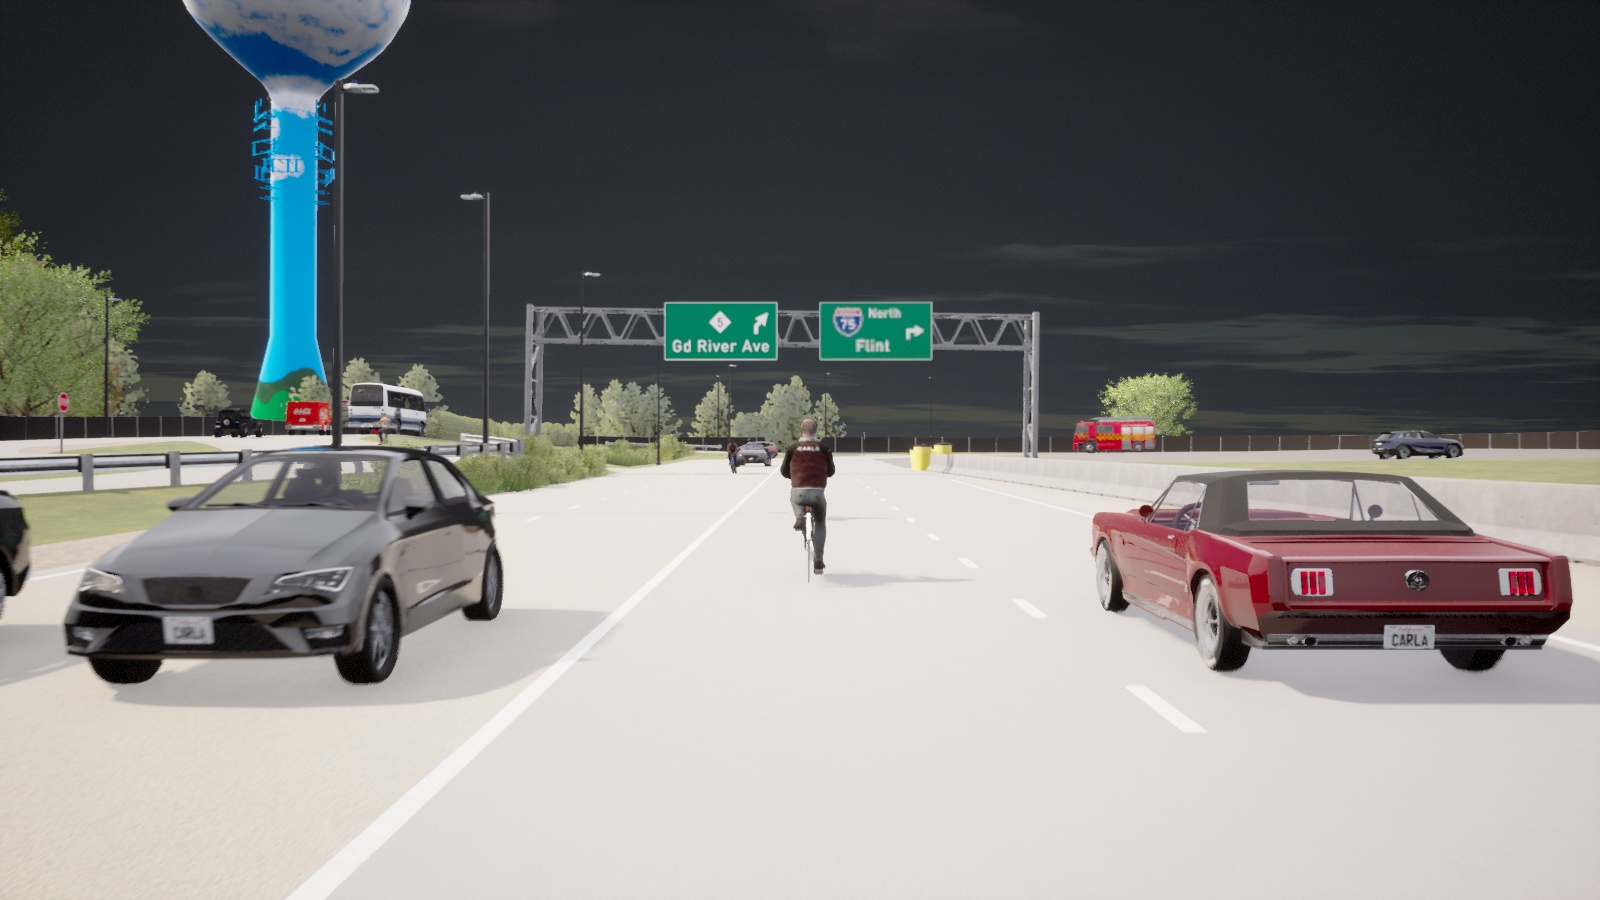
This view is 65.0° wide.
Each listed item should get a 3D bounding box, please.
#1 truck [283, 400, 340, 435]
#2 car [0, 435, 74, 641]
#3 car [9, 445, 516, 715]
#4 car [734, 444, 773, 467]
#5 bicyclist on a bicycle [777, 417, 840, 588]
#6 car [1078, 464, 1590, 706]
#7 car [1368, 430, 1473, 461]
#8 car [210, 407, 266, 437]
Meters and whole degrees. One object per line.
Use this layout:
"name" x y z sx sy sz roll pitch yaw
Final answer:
"truck" -35.909 -2.337 92.444 2.627 2.467 5.204 0 0 -7
"car" -6.941 0.652 7.689 2.128 1.511 4.902 0 0 0
"car" -3.433 0.706 9.005 1.816 1.474 4.193 0 0 0
"car" -2.816 0.321 76.254 1.994 1.385 4.181 0 0 3
"bicyclist on a bicycle" 0.096 0.539 14.003 0.659 1.776 1.843 0 1 0
"car" 3.570 0.797 9.530 1.895 1.301 4.718 0 0 0
"car" 34.085 -0.249 69.090 4.856 1.649 2.033 -1 0 -7
"car" -35.821 -1.784 80.132 1.905 1.878 3.866 0 1 0
